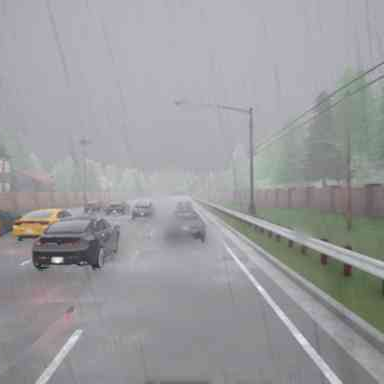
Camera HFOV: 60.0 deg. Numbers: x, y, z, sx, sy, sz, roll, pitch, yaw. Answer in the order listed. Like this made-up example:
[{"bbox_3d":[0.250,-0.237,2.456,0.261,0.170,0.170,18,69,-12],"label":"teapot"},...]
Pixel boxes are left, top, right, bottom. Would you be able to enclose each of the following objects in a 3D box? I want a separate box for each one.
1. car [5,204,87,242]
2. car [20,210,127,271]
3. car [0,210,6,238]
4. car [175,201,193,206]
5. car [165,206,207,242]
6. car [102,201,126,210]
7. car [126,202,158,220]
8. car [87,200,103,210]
[{"bbox_3d":[-7.323,1.609,17.340,1.882,1.535,5.008,-1,0,-2],"label":"car"},{"bbox_3d":[-3.660,1.578,11.313,1.837,1.490,4.892,-1,0,-2],"label":"car"},{"bbox_3d":[-10.860,1.720,18.709,2.033,1.411,5.357,-1,0,-2],"label":"car"},{"bbox_3d":[-0.809,1.663,35.465,2.033,1.411,5.357,-1,0,-1],"label":"car"},{"bbox_3d":[-0.321,1.618,16.631,1.994,1.385,4.181,-1,0,-1],"label":"car"},{"bbox_3d":[-7.808,1.696,35.553,1.837,1.490,4.892,-1,0,-2],"label":"car"},{"bbox_3d":[-4.151,1.626,29.657,2.128,1.511,4.902,-1,0,-2],"label":"car"},{"bbox_3d":[-11.422,1.747,39.706,1.837,1.490,4.892,-1,0,-2],"label":"car"}]
